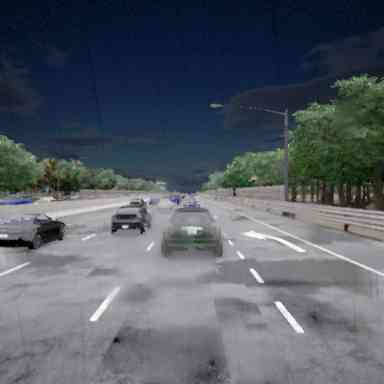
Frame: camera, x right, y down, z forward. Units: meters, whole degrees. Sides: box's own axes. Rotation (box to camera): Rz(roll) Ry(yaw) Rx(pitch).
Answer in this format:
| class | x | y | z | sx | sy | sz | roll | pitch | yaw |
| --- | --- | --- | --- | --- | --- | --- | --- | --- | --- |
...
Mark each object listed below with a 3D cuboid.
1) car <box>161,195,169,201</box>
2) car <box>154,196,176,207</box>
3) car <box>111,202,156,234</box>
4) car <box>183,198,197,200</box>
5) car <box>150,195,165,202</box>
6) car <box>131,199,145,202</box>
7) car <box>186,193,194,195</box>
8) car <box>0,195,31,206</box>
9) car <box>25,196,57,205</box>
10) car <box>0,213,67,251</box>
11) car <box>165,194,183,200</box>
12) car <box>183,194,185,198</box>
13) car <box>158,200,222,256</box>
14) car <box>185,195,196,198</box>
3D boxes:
| class | x | y | z | sx | sy | sz | roll | pitch | yaw |
| --- | --- | --- | --- | --- | --- | --- | --- | --- | --- |
| car | -6.981 | 1.662 | 86.944 | 1.837 | 1.490 | 4.892 | 0 | 0 | 0 |
| car | -3.490 | 1.653 | 44.105 | 1.812 | 1.442 | 4.674 | 0 | 0 | 0 |
| car | -3.493 | 1.571 | 19.822 | 1.837 | 1.490 | 4.892 | 0 | 0 | 0 |
| car | 0.010 | 1.723 | 41.414 | 1.895 | 1.301 | 4.718 | 0 | 0 | 0 |
| car | -6.986 | 1.624 | 64.812 | 1.882 | 1.535 | 5.008 | 0 | 0 | 0 |
| car | -6.990 | 1.632 | 43.211 | 1.837 | 1.490 | 4.892 | 0 | 0 | 0 |
| car | 0.018 | 1.684 | 82.934 | 2.128 | 1.511 | 4.902 | 0 | 0 | 0 |
| car | -21.051 | 1.339 | 39.847 | 2.150 | 2.045 | 5.566 | 0 | 0 | 0 |
| car | -17.552 | 1.596 | 39.918 | 1.882 | 1.535 | 5.008 | 0 | 0 | 0 |
| car | -6.996 | 1.609 | 14.412 | 1.994 | 1.385 | 4.181 | 0 | 0 | 0 |
| car | -3.484 | 1.369 | 64.859 | 2.150 | 2.045 | 5.566 | 0 | 0 | 0 |
| car | -3.482 | 1.756 | 84.954 | 1.895 | 1.301 | 4.718 | 0 | 0 | 0 |
| car | 0.003 | 1.393 | 13.462 | 2.097 | 1.767 | 4.553 | 0 | 0 | 0 |
| car | 0.014 | 1.748 | 64.800 | 1.895 | 1.301 | 4.718 | 0 | 0 | 0 |
